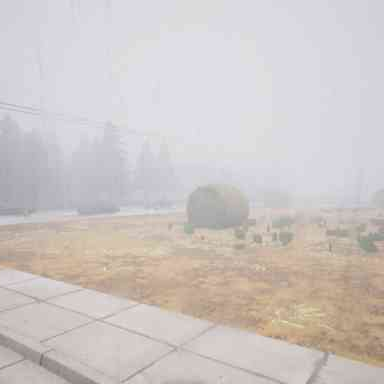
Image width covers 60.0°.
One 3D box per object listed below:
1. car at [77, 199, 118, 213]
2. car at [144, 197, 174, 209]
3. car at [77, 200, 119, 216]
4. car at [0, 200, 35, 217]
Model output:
[{"bbox_3d":[-10.674,1.591,37.750,1.994,1.385,4.181,0,0,36],"label":"car"},{"bbox_3d":[-4.516,1.532,46.030,1.837,1.490,4.892,0,0,36],"label":"car"},{"bbox_3d":[-9.331,1.591,33.344,1.994,1.385,4.181,0,0,37],"label":"car"},{"bbox_3d":[-16.622,1.518,29.726,2.128,1.511,4.902,0,0,37],"label":"car"}]
